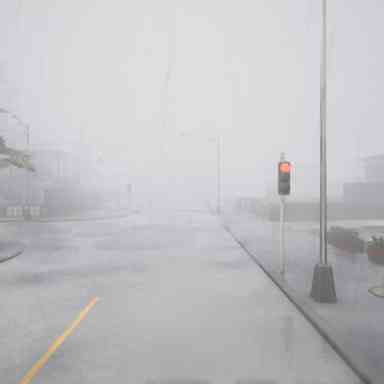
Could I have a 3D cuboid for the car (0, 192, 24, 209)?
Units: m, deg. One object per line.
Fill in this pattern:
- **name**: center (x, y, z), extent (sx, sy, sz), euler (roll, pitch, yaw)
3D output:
- **car**: center (-19.736, 0.985, 34.939), extent (1.905, 1.878, 3.866), euler (0, 0, 35)
